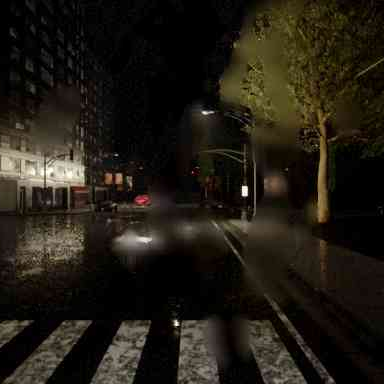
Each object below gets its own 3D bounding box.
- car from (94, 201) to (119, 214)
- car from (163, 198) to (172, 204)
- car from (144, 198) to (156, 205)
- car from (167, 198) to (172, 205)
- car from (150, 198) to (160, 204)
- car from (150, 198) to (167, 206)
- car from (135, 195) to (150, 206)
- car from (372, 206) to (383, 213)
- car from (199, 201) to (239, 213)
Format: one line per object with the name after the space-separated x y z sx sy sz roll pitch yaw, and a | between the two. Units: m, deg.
-9.761 1.733 38.279 1.994 1.385 4.181 0 0 0 | car
-6.294 2.225 86.699 1.882 1.535 5.008 0 -1 0 | car
-9.571 2.107 75.600 2.128 1.511 4.902 0 -1 0 | car
-6.321 2.127 75.964 2.033 1.411 5.357 0 -1 0 | car
-9.546 2.281 86.294 2.033 1.411 5.357 0 -1 0 | car
-6.393 1.956 64.459 1.812 1.442 4.674 0 -1 1 | car
-9.641 1.649 64.376 2.150 2.045 5.566 0 -1 0 | car
41.785 3.912 74.357 4.892 1.490 1.837 4 -3 -45 | car
3.709 1.938 45.314 5.357 1.411 2.033 7 0 10 | car
